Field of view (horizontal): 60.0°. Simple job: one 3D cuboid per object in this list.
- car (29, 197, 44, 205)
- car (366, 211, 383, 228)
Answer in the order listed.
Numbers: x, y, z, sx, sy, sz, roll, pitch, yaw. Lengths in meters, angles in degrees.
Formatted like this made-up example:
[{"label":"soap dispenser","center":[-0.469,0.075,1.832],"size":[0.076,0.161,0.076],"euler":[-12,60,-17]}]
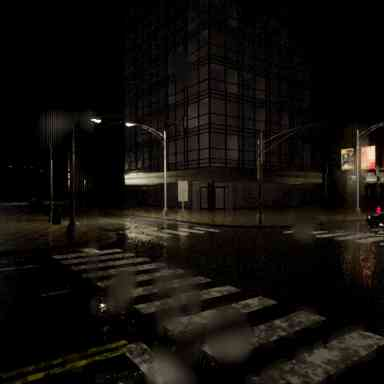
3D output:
[{"label":"car","center":[-28.700,1.691,61.445],"size":[2.033,1.411,5.357],"euler":[0,0,-36]},{"label":"car","center":[12.934,1.606,20.803],"size":[4.718,1.301,1.895],"euler":[0,0,-35]}]
